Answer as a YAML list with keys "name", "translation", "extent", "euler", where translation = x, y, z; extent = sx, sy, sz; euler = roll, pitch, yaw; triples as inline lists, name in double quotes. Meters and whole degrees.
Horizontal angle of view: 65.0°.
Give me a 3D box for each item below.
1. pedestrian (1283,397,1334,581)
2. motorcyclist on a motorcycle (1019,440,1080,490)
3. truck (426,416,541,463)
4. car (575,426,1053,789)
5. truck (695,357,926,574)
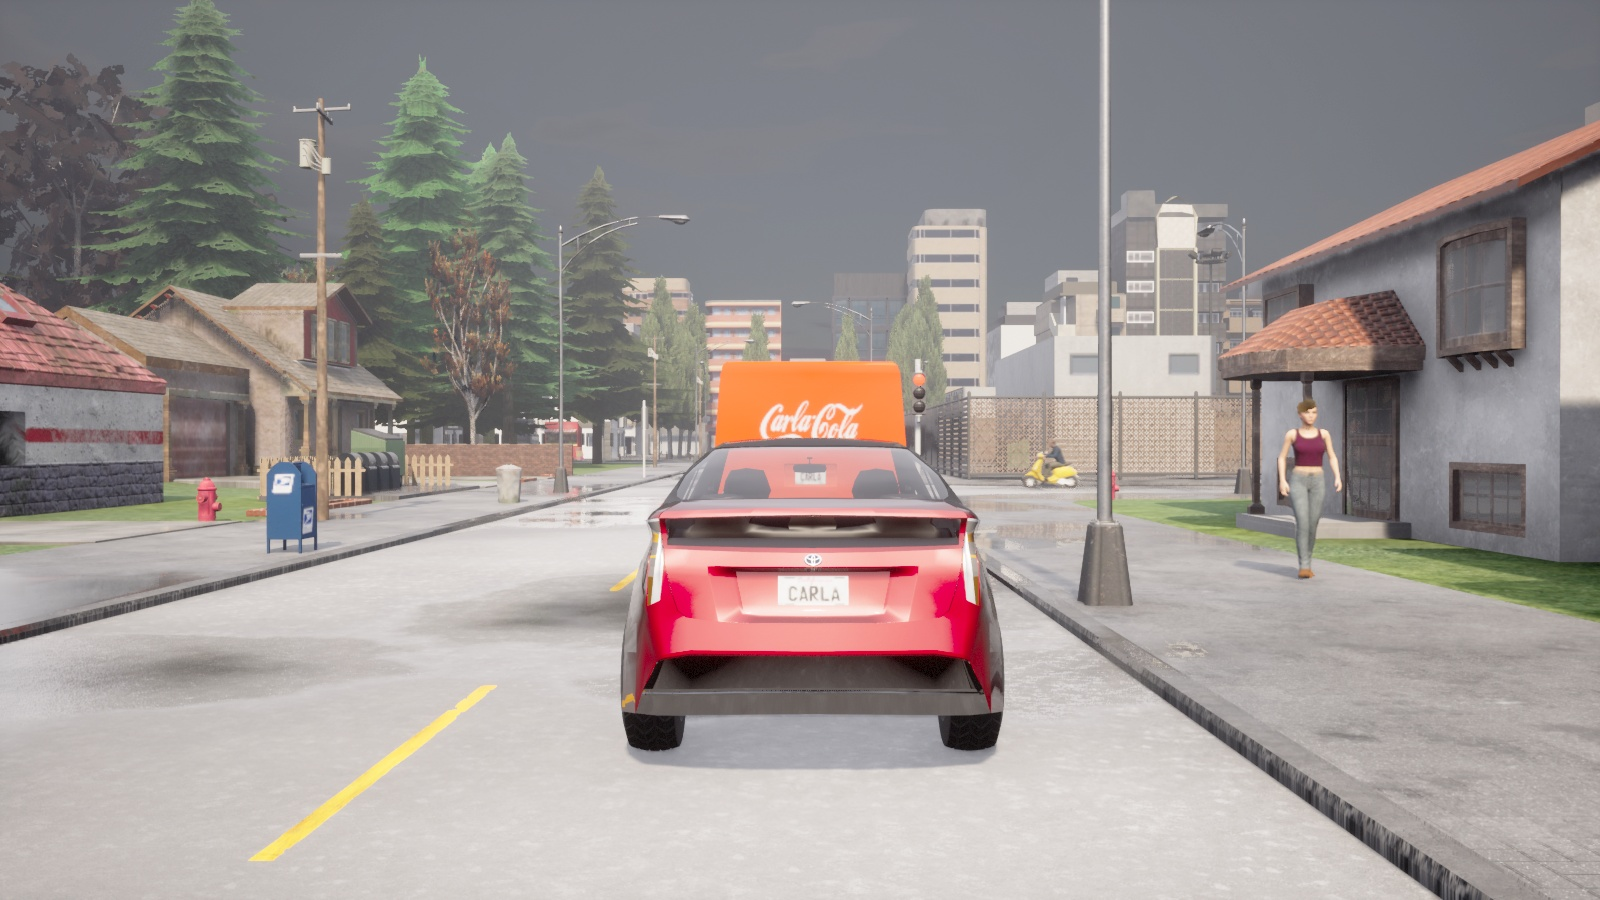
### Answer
- name: "pedestrian"
  translation: [5.181, 0.388, 12.812]
  extent: [0.345, 1.836, 0.594]
  euler: [0, 0, 8]
- name: "motorcyclist on a motorcycle"
  translation: [8.091, 0.476, 40.769]
  extent: [1.817, 1.590, 0.866]
  euler: [0, 0, 0]
- name: "truck"
  translation: [-23.756, -0.788, 94.488]
  extent: [7.936, 3.462, 2.891]
  euler: [0, 0, 2]
- name: "car"
  translation: [0.061, 0.651, 7.533]
  extent: [2.007, 1.525, 4.514]
  euler: [0, 0, 0]
- name: "truck"
  translation: [0.118, 0.164, 16.897]
  extent: [2.627, 2.467, 5.204]
  euler: [0, 0, 0]
